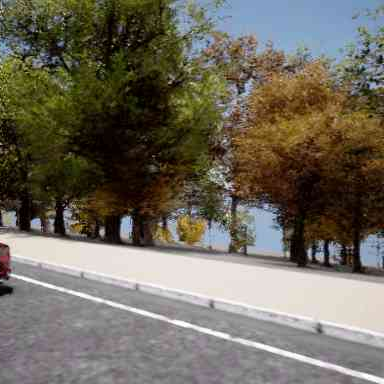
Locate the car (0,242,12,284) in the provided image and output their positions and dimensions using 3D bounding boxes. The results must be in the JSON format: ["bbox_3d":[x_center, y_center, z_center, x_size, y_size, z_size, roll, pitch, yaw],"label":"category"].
[{"bbox_3d":[-6.418,1.494,8.233,5.008,1.535,1.882,0,0,36],"label":"car"}]
